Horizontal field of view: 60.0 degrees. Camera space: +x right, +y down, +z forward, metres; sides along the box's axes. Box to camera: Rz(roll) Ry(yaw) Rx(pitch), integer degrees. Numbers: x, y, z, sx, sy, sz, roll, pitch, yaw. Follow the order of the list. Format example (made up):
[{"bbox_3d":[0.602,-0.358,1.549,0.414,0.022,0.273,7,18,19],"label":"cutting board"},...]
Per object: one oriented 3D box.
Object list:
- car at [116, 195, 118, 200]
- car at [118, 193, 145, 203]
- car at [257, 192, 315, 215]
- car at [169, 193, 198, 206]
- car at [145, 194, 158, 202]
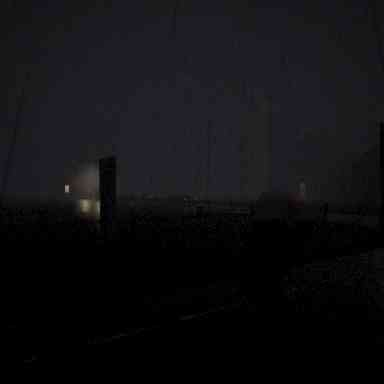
[{"bbox_3d":[-13.416,0.878,66.083,1.882,1.535,5.008,-1,1,-36],"label":"car"},{"bbox_3d":[-10.548,1.016,57.292,1.837,1.490,4.892,-1,1,-35],"label":"car"},{"bbox_3d":[8.488,1.046,30.627,2.150,2.045,5.566,-1,1,-36],"label":"car"},{"bbox_3d":[-1.151,1.019,44.084,2.097,1.767,4.553,-1,1,-36],"label":"car"},{"bbox_3d":[-7.590,1.025,58.025,1.812,1.442,4.674,-1,1,-35],"label":"car"}]
